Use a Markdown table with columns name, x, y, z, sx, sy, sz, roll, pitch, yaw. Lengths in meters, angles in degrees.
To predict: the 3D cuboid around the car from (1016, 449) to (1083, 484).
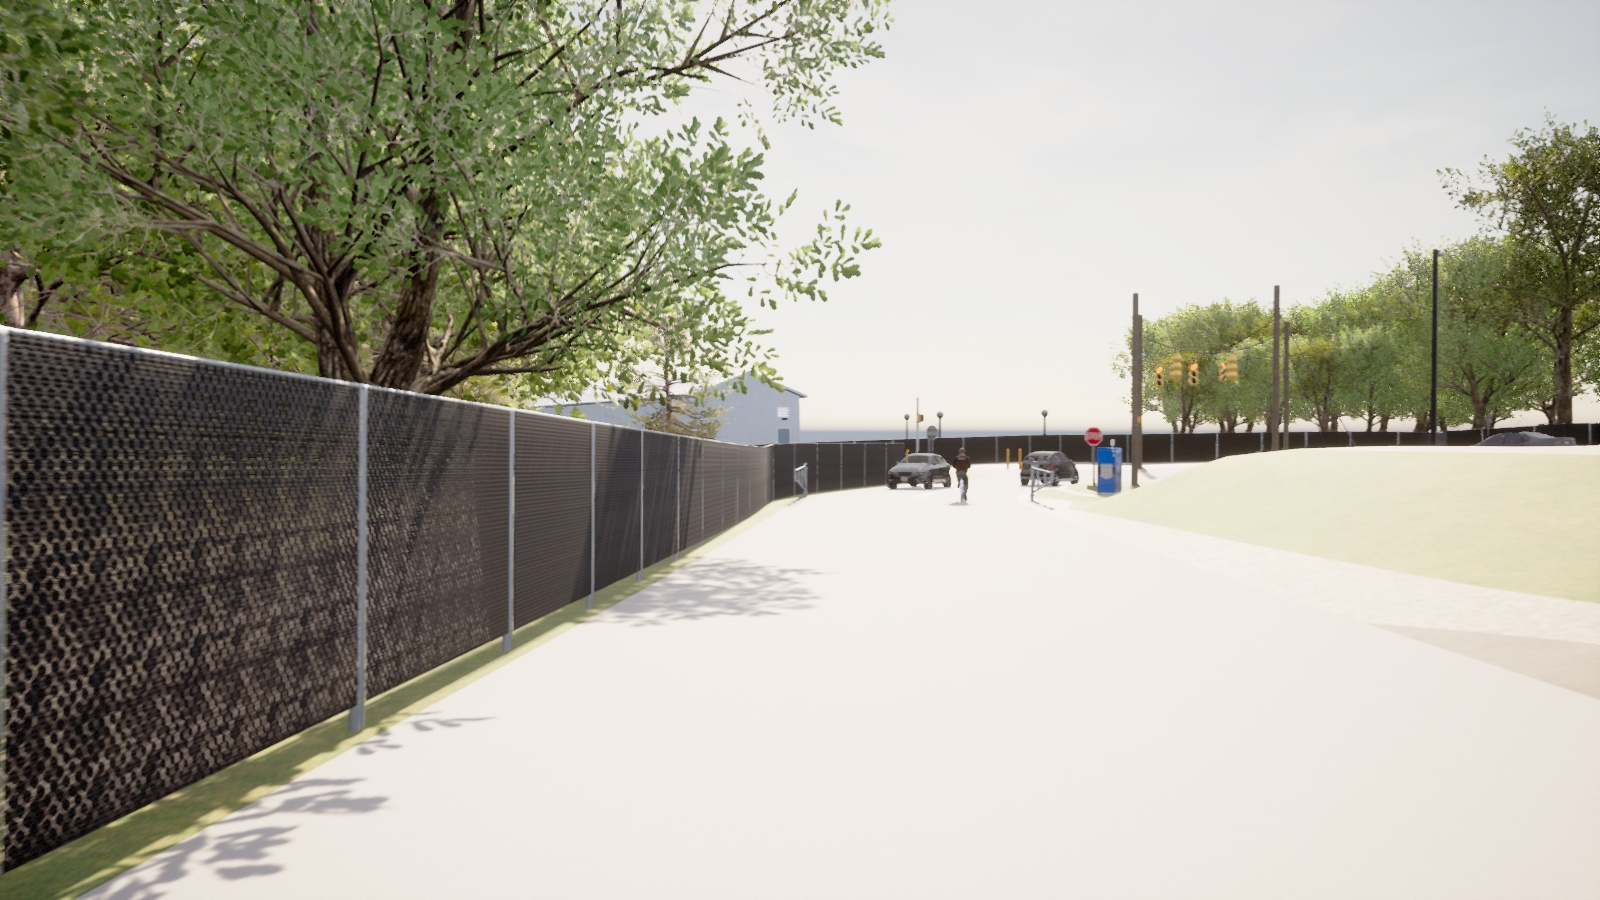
| name | x | y | z | sx | sy | sz | roll | pitch | yaw |
| --- | --- | --- | --- | --- | --- | --- | --- | --- | --- |
| car | 11.440 | 0.750 | 57.526 | 1.789 | 1.549 | 3.705 | 0 | 0 | 32 |

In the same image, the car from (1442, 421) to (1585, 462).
| name | x | y | z | sx | sy | sz | roll | pitch | yaw |
| --- | --- | --- | --- | --- | --- | --- | --- | --- | --- |
| car | 32.788 | -0.353 | 57.896 | 2.033 | 1.411 | 5.357 | -1 | -4 | -29 |

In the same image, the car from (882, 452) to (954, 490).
| name | x | y | z | sx | sy | sz | roll | pitch | yaw |
| --- | --- | --- | --- | --- | --- | --- | --- | --- | --- |
| car | 4.992 | 0.837 | 52.478 | 1.816 | 1.474 | 4.193 | 0 | 0 | 23 |
